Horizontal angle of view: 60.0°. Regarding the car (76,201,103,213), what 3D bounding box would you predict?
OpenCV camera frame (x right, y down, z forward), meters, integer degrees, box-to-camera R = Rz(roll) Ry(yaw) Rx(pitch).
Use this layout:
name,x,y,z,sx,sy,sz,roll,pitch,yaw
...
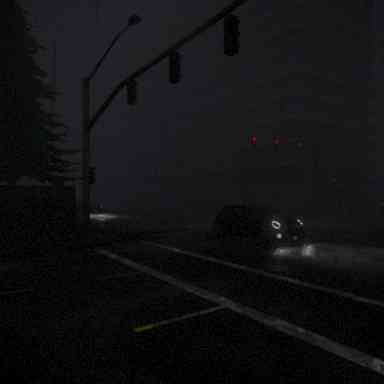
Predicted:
name,x,y,z,sx,sy,sz,roll,pitch,yaw
car,-11.264,1.606,36.122,1.895,1.301,4.718,0,0,-35

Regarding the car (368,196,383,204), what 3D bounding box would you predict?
name,x,y,z,sx,sy,sz,roll,pitch,yaw
car,30.486,1.321,56.771,1.994,1.385,4.181,0,0,-6

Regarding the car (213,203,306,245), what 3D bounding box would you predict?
name,x,y,z,sx,sy,sz,roll,pitch,yaw
car,3.055,1.351,15.773,2.097,1.767,4.553,0,0,-35

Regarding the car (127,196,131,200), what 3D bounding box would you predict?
name,x,y,z,sx,sy,sz,roll,pitch,yaw
car,-15.348,1.425,90.973,5.357,1.411,2.033,0,0,-35
